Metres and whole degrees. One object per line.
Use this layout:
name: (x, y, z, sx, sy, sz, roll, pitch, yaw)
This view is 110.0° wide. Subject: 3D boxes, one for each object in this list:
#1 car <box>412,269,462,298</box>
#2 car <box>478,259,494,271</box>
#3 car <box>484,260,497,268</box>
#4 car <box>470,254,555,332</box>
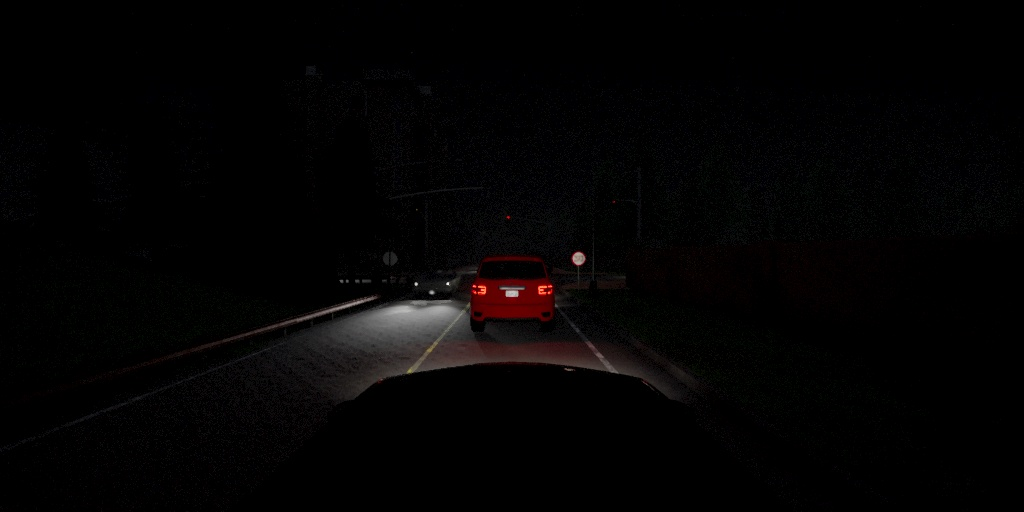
car: (-3.732, 1.351, 18.441, 1.895, 1.301, 4.718, 0, 0, -3)
car: (-3.550, 1.227, 50.077, 1.882, 1.535, 5.008, 0, 0, 0)
car: (-3.528, 1.314, 60.002, 1.994, 1.385, 4.181, 0, 0, 0)
car: (0.050, 0.971, 11.027, 2.150, 2.045, 5.566, 0, 0, 1)
